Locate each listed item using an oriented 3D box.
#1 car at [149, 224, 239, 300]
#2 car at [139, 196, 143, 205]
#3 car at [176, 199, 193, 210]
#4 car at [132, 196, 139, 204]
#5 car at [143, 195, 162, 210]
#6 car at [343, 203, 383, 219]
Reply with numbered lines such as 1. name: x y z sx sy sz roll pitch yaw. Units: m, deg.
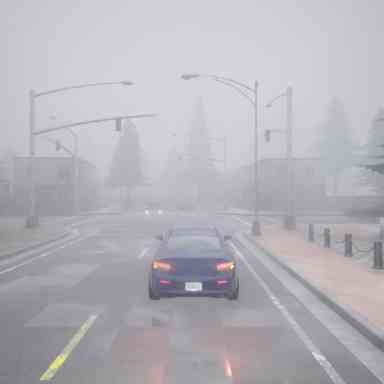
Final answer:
1. car: 0.041 1.526 8.256 1.812 1.442 4.674 0 0 0
2. car: -6.689 1.318 52.971 2.097 1.767 4.553 0 0 -15
3. car: -0.960 1.529 41.272 1.994 1.385 4.181 0 0 -4
4. car: -10.082 1.470 62.777 1.837 1.490 4.892 0 0 -23
5. car: -4.938 1.443 43.084 1.882 1.535 5.008 0 0 -6
6. car: 15.443 1.585 28.132 4.718 1.301 1.895 0 0 2
